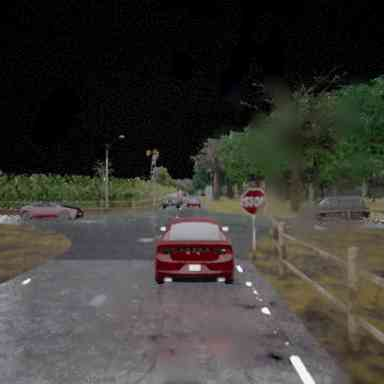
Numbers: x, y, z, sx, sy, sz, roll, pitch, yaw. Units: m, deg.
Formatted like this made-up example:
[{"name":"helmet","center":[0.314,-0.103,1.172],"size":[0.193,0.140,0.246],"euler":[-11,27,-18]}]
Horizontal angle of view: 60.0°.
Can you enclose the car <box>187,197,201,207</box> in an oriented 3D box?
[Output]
[{"name":"car","center":[0.295,1.487,50.059],"size":[1.994,1.385,4.181],"euler":[0,0,0]}]

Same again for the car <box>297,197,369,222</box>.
[{"name":"car","center":[11.736,1.404,27.741],"size":[5.566,2.045,2.150],"euler":[1,-1,0]}]

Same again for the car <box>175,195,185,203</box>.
[{"name":"car","center":[-2.435,1.427,67.803],"size":[1.812,1.442,4.674],"euler":[0,0,0]}]

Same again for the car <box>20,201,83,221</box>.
[{"name":"car","center":[-10.107,1.374,24.120],"size":[4.181,1.385,1.994],"euler":[1,-1,0]}]

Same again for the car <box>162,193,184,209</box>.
[{"name":"car","center":[-2.694,1.152,44.897],"size":[2.150,2.045,5.566],"euler":[0,0,1]}]

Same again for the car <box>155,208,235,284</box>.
[{"name":"car","center":[0.075,1.461,9.599],"size":[1.882,1.535,5.008],"euler":[0,0,0]}]
